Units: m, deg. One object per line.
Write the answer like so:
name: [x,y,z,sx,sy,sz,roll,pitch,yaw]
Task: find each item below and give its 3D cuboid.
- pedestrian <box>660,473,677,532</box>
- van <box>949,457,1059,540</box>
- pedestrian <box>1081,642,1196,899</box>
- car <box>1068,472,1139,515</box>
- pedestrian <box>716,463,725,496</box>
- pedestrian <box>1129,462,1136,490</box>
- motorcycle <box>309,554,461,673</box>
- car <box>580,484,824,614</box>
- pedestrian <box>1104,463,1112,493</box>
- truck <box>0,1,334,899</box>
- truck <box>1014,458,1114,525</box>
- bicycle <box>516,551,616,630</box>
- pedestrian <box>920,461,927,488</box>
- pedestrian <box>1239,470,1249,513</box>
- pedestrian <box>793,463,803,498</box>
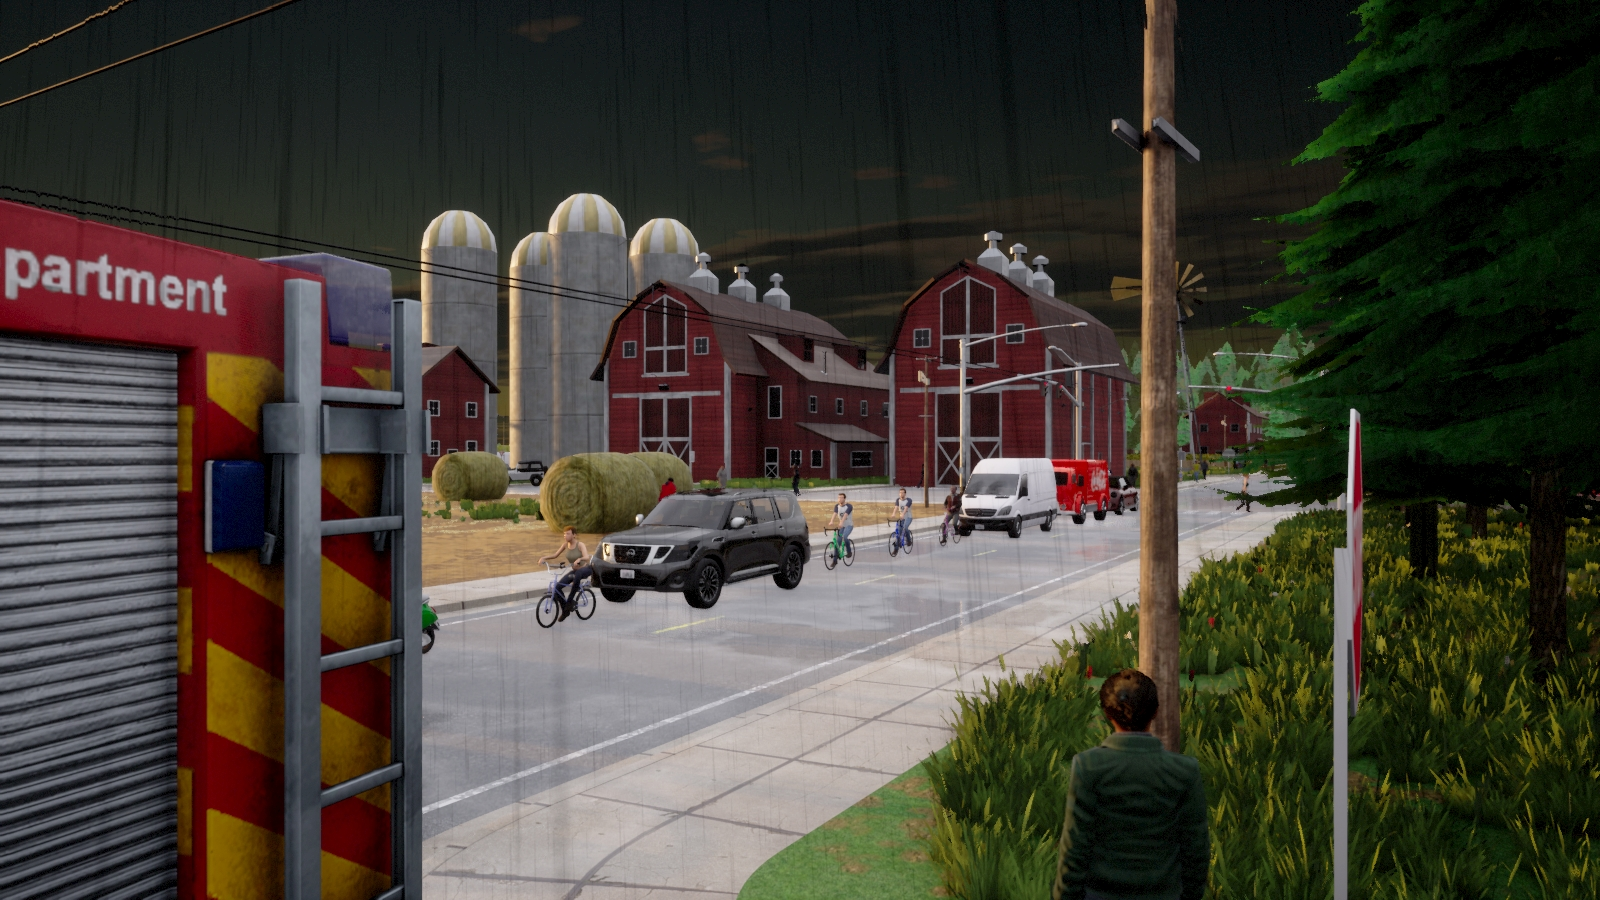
pedestrian: [-4.201,1.680,36.420,0.375,1.860,0.375,0,0,34]
van: [7.070,1.534,38.950,1.988,2.561,5.915,0,0,28]
pedestrian: [1.216,1.663,4.138,0.375,1.860,0.375,0,0,13]
car: [13.664,1.904,51.221,2.097,1.767,4.553,0,0,28]
pedestrian: [-4.470,1.670,64.411,0.375,1.860,0.375,0,0,33]
pedestrian: [21.673,1.696,74.382,0.375,1.860,0.375,0,0,28]
motorcycle: [-5.524,2.142,15.315,0.856,1.316,1.805,0,0,28]
car: [-1.718,1.779,22.433,2.150,2.045,5.566,0,0,27]
pedestrian: [18.655,1.694,69.238,0.375,1.860,0.375,0,0,31]
truck: [-5.985,0.867,3.783,8.468,3.827,2.891,0,0,20]
truck: [10.562,1.568,45.375,2.627,2.467,5.204,0,0,28]
bicycle: [-3.788,2.256,18.586,0.859,1.080,1.487,0,0,28]
pedestrian: [8.474,1.703,78.397,0.375,1.860,0.375,0,0,27]
pedestrian: [19.714,1.841,50.756,0.375,1.860,0.375,0,0,18]
pedestrian: [-0.108,1.669,62.299,0.375,1.860,0.375,0,0,31]
